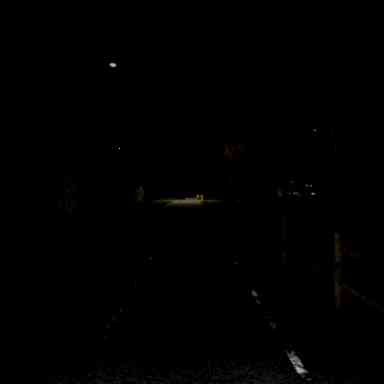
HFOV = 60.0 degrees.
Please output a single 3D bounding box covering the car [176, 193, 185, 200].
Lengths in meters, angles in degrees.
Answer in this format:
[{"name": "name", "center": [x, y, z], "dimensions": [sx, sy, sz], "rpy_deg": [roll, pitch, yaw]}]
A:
[{"name": "car", "center": [-2.729, 1.037, 81.060], "dimensions": [2.097, 1.767, 4.553], "rpy_deg": [0, 0, 0]}]
